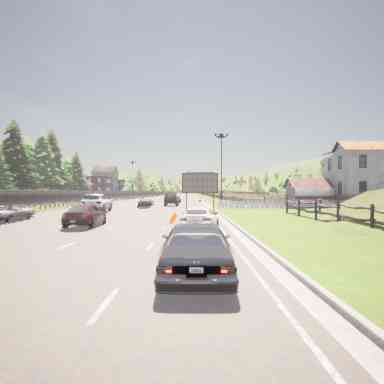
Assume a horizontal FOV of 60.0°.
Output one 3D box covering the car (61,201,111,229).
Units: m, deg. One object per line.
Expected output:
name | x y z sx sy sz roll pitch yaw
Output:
car | -6.864 1.525 21.423 1.812 1.442 4.674 0 0 0

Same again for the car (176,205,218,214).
car | 0.417 1.542 18.502 1.812 1.442 4.674 -1 -1 7

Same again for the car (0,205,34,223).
car | -13.857 1.601 25.170 1.895 1.301 4.718 0 0 0

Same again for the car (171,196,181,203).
car | -3.284 1.564 68.646 1.994 1.385 4.181 0 0 0

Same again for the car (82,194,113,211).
car | -10.339 1.223 36.495 2.150 2.045 5.566 0 0 0

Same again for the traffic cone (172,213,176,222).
traffic cone | -1.448 1.955 23.250 0.340 0.580 0.340 0 0 0

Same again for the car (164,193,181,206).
car | -3.310 1.221 53.431 2.150 2.045 5.566 0 0 0

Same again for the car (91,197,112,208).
car | -13.815 1.506 51.070 1.837 1.490 4.892 0 0 0

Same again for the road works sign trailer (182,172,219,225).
road works sign trailer | 0.526 0.464 22.114 2.380 3.560 2.880 0 0 -2

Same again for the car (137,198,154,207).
car | -6.817 1.601 49.459 1.895 1.301 4.718 0 0 0

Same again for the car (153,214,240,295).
car | 0.113 1.547 8.893 2.033 1.411 5.357 0 0 1

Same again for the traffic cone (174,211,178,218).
traffic cone | -1.445 1.955 25.250 0.340 0.580 0.340 0 0 0
